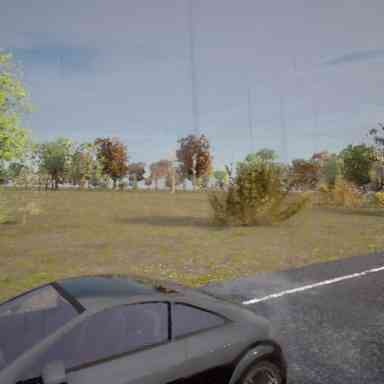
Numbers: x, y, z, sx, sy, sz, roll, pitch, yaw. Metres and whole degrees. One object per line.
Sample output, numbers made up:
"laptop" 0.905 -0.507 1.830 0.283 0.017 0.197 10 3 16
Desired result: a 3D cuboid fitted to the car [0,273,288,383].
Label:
"car" -1.057 1.565 3.065 4.181 1.385 1.994 0 0 -35
